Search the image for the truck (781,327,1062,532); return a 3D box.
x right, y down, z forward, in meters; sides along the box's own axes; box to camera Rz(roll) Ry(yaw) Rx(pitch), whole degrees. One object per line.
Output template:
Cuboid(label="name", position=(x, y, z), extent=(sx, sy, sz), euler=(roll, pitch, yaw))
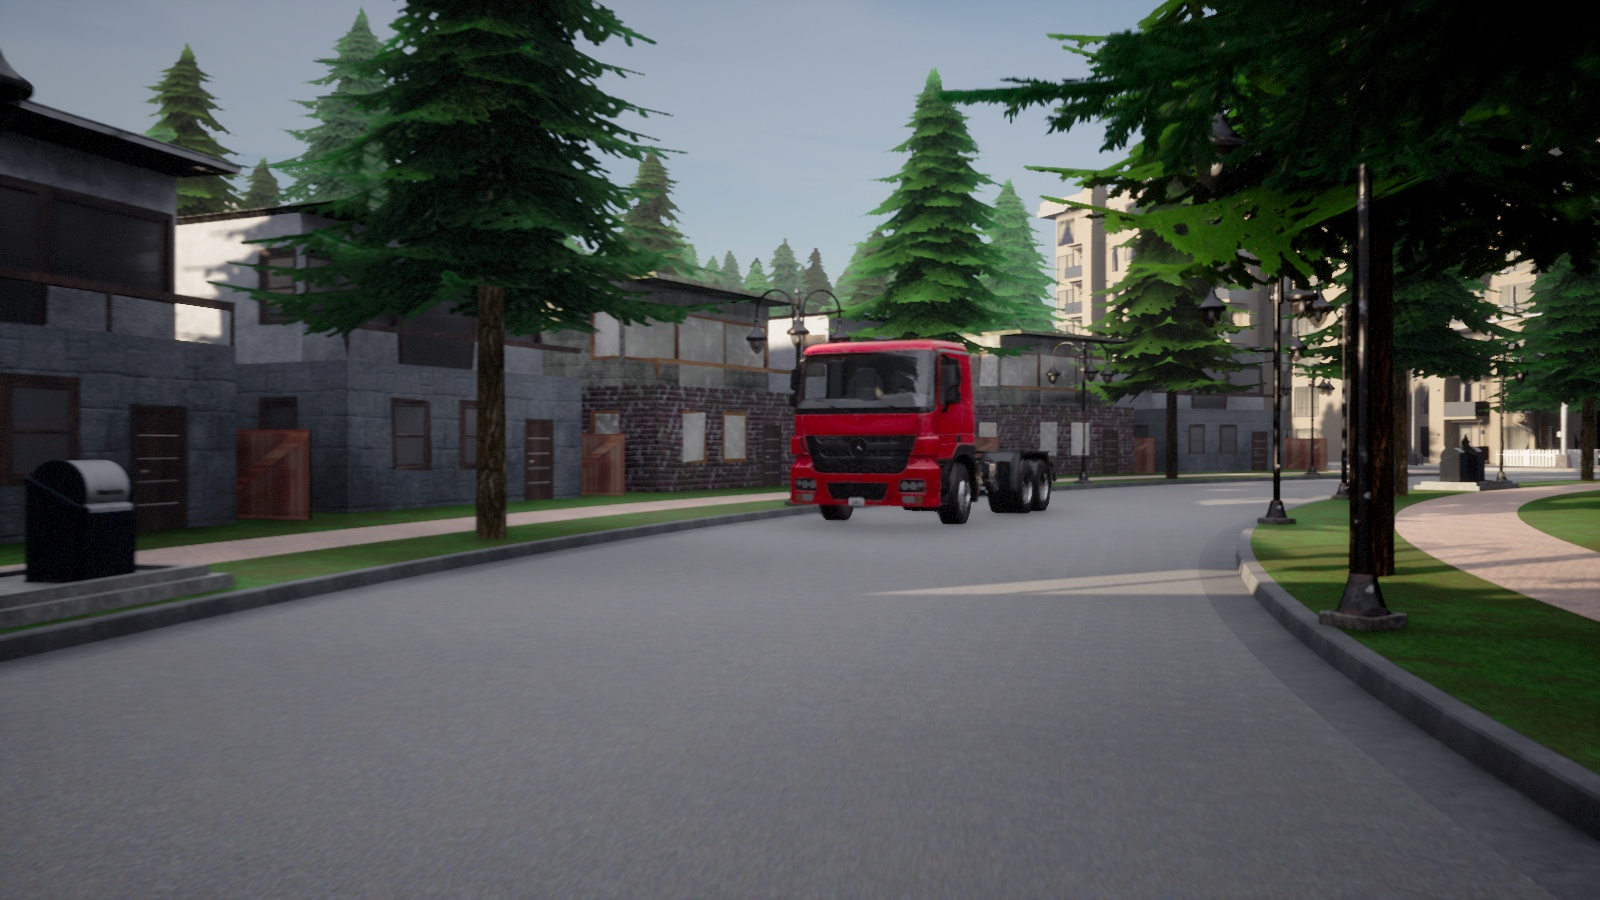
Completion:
Cuboid(label="truck", position=(2.772, -0.375, 25.414), extent=(2.891, 3.462, 7.936), euler=(0, 0, 28))
